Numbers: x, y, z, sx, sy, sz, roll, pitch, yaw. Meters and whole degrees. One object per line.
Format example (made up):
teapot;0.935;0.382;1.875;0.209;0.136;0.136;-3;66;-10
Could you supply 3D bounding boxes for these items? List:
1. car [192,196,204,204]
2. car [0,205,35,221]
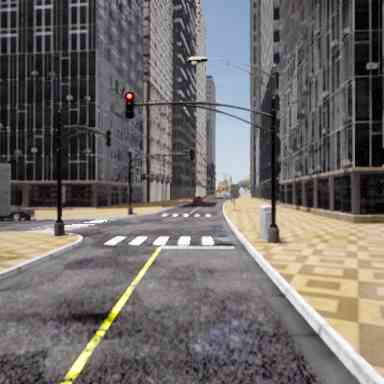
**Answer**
car;1.201;1.512;63.226;1.882;1.535;5.008;0;2;7
car;-16.389;1.883;29.977;4.403;1.369;2.008;-1;0;10
